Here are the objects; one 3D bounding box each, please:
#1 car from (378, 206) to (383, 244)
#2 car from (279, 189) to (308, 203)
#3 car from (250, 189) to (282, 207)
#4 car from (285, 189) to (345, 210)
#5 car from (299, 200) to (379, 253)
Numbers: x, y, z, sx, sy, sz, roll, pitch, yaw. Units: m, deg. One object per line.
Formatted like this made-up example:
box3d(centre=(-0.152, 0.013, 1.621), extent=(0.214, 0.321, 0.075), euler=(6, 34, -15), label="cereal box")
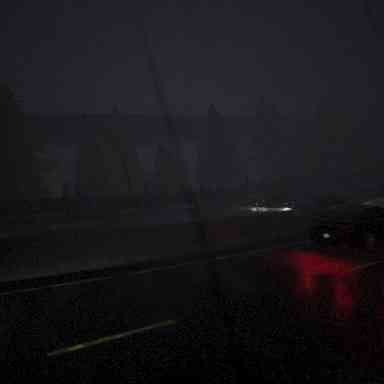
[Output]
box3d(centre=(7.292, 1.163, 8.949), extent=(4.553, 1.767, 2.097), euler=(-3, 2, -35), label="car")
box3d(centre=(9.841, 0.474, 28.207), extent=(4.181, 1.385, 1.994), euler=(-7, 4, -35), label="car")
box3d(centre=(7.907, 0.443, 31.126), extent=(5.357, 1.411, 2.033), euler=(-7, 4, -35), label="car")
box3d(centre=(8.936, 0.755, 23.261), extent=(4.674, 1.442, 1.812), euler=(-6, 3, -36), label="car")
box3d(centre=(6.570, 1.219, 12.734), extent=(5.008, 1.535, 1.882), euler=(-3, 2, -36), label="car")
